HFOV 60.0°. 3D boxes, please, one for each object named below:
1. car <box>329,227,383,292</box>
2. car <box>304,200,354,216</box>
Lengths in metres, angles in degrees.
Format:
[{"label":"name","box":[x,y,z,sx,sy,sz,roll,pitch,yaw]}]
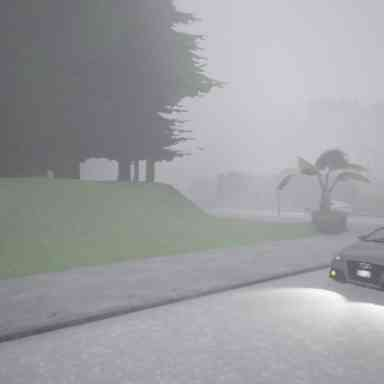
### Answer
[{"label":"car","box":[5.299,1.564,8.265,4.181,1.385,1.994,0,0,-35]},{"label":"car","box":[12.994,1.524,31.817,1.812,1.442,4.674,0,0,-35]}]
